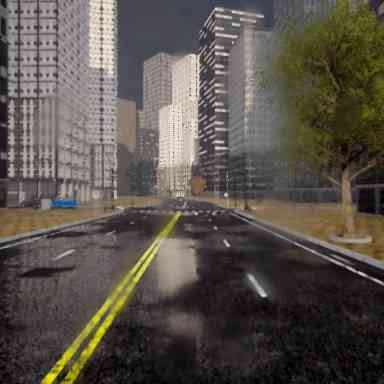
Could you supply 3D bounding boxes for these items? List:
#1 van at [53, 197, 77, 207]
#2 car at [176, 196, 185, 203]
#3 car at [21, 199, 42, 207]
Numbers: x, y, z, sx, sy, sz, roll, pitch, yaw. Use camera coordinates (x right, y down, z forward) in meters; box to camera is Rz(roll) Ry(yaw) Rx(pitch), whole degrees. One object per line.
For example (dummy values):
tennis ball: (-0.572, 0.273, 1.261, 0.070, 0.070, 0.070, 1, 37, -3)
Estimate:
van: (-22.657, 1.806, 59.486, 3.998, 1.788, 1.690, 0, 0, 1)
car: (-3.287, 2.121, 95.254, 2.150, 2.045, 5.566, 0, 0, -1)
car: (-28.196, 1.985, 59.531, 4.507, 1.381, 1.887, 0, 0, 1)
